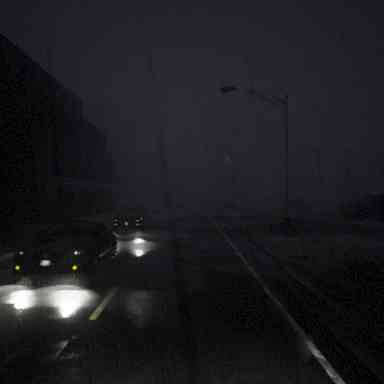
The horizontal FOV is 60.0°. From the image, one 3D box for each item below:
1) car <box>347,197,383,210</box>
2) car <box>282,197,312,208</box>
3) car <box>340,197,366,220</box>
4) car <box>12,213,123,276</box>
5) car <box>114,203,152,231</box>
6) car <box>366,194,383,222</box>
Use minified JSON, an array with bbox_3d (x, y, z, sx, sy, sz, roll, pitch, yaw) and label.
[{"bbox_3d":[21.168,1.387,40.464,3.806,1.475,1.970,0,0,0],"label":"car"},{"bbox_3d":[13.736,1.383,43.417,3.633,1.501,1.845,0,0,0],"label":"car"},{"bbox_3d":[13.667,1.105,24.833,4.605,1.855,1.932,0,0,0],"label":"car"},{"bbox_3d":[-3.629,1.568,10.235,1.994,1.385,4.181,0,0,0],"label":"car"},{"bbox_3d":[-3.651,1.510,20.877,1.837,1.490,4.892,0,0,0],"label":"car"},{"bbox_3d":[14.089,1.083,21.929,3.866,1.878,1.905,0,0,0],"label":"car"}]
